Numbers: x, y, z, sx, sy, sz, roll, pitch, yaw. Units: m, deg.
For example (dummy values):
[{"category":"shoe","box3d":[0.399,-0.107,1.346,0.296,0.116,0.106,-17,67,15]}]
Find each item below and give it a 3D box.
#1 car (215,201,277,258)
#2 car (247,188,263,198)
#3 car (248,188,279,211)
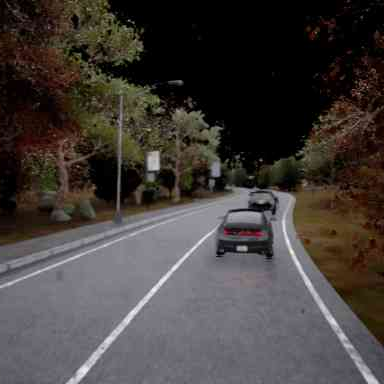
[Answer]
[{"category":"car","box3d":[2.002,1.354,12.239,1.837,1.490,4.892,0,2,12]},{"category":"car","box3d":[9.982,0.090,52.173,2.033,1.411,5.357,0,2,16]},{"category":"car","box3d":[5.717,0.722,26.400,2.097,1.767,4.553,0,2,18]}]
